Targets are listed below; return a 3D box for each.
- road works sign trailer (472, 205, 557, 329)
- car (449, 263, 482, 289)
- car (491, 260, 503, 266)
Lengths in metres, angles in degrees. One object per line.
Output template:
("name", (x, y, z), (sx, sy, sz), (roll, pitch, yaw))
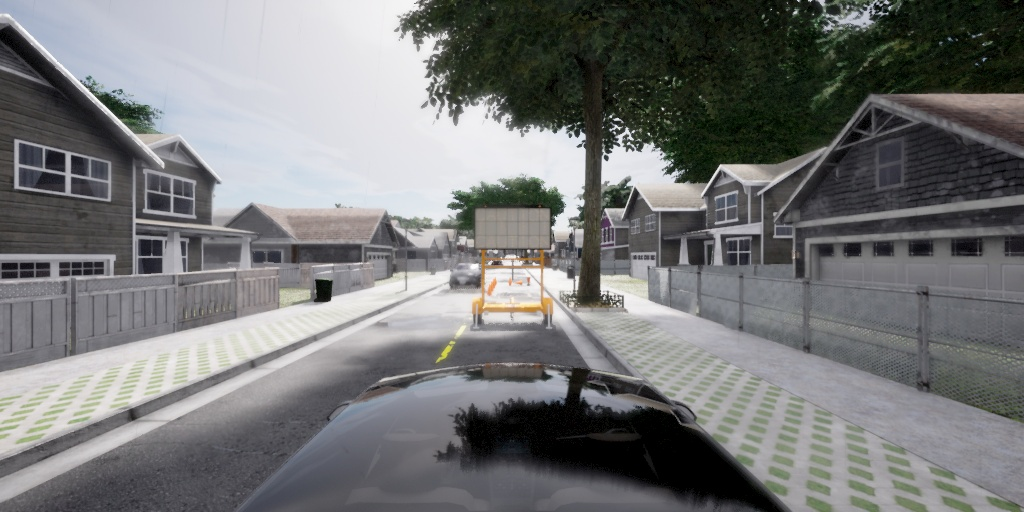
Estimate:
("road works sign trailer", (0.023, 0.212, 11.244), (2.380, 3.560, 2.880), (0, 0, 0))
("car", (-2.812, 1.230, 23.009), (2.128, 1.511, 4.902), (0, 0, 0))
("car", (-2.695, 1.240, 63.808), (1.994, 1.385, 4.181), (0, 0, 1))
